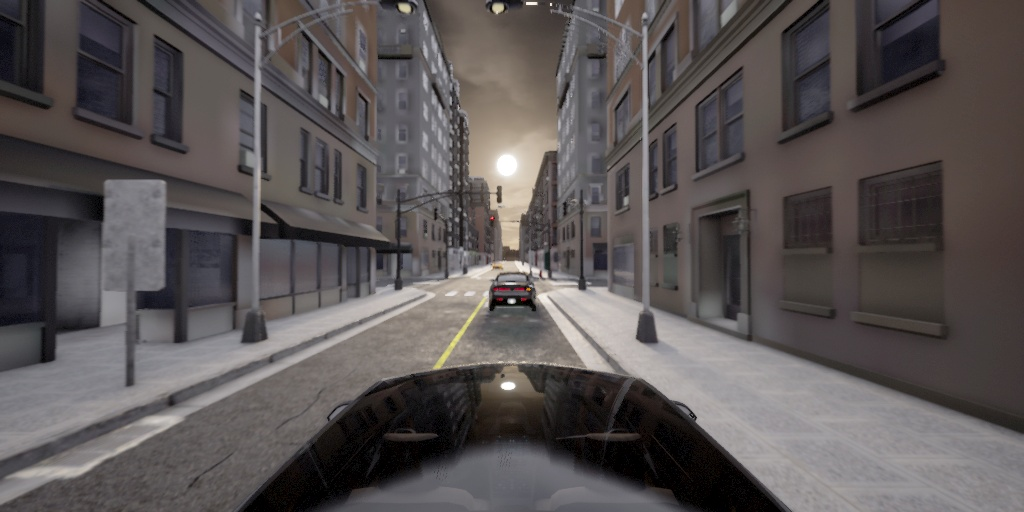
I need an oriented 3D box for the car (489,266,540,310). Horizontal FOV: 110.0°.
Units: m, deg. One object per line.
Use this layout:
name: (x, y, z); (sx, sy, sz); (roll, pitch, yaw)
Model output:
car: (0.102, 1.387, 15.360); (1.837, 1.490, 4.892); (0, 0, 3)
